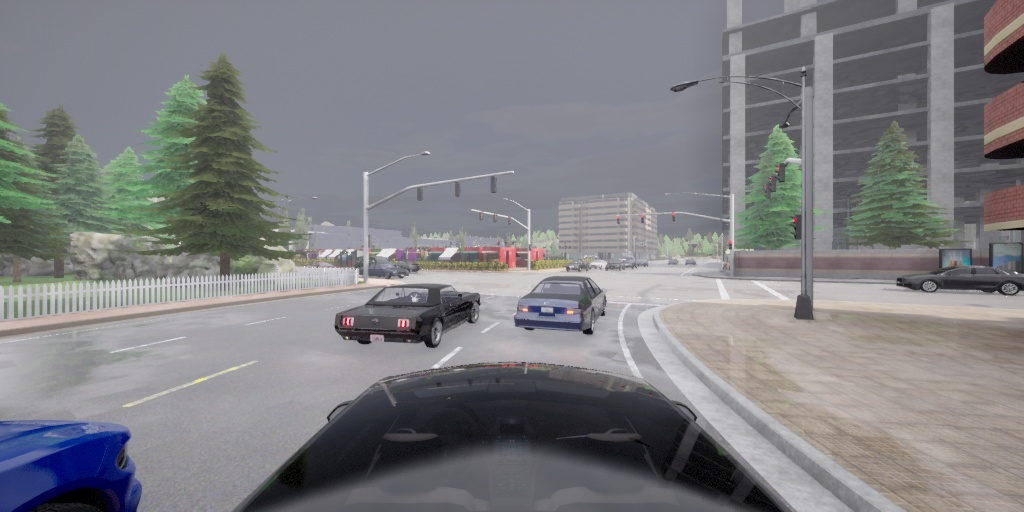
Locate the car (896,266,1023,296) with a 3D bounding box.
[{"bbox_3d":[25.042,1.310,20.059,4.892,1.490,1.837,0,0,30],"label":"car"}]

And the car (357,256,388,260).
[{"bbox_3d":[-14.661,1.027,38.837,5.566,2.045,2.150,0,0,30],"label":"car"}]

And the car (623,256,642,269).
[{"bbox_3d":[18.705,1.241,57.086,2.128,1.511,4.902,0,0,30],"label":"car"}]

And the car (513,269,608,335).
[{"bbox_3d":[1.679,1.297,10.673,2.033,1.411,5.357,0,0,20],"label":"car"}]

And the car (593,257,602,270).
[{"bbox_3d":[13.104,1.276,54.366,1.812,1.442,4.674,0,0,30],"label":"car"}]

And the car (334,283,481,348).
[{"bbox_3d":[-2.256,1.351,9.317,1.895,1.301,4.718,0,0,11],"label":"car"}]

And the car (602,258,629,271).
[{"bbox_3d":[14.274,1.314,49.342,1.994,1.385,4.181,0,0,30],"label":"car"}]

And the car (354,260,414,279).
[{"bbox_3d":[-12.023,1.353,33.242,5.357,1.411,2.033,0,0,31],"label":"car"}]

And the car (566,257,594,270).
[{"bbox_3d":[8.528,1.241,46.358,2.128,1.511,4.902,0,0,30],"label":"car"}]

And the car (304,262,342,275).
[{"bbox_3d":[-20.056,1.331,37.922,4.674,1.442,1.812,0,0,30],"label":"car"}]

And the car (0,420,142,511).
[{"bbox_3d":[-3.214,1.228,0.137,1.882,1.535,5.008,0,0,-2],"label":"car"}]

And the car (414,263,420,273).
[{"bbox_3d":[-12.986,1.297,42.140,4.902,1.511,2.128,0,0,30],"label":"car"}]
